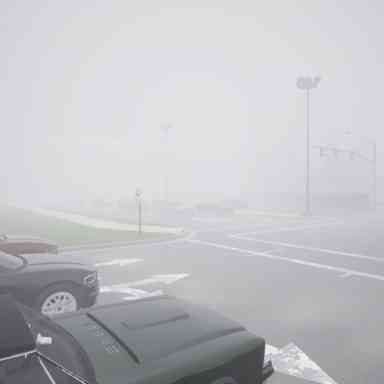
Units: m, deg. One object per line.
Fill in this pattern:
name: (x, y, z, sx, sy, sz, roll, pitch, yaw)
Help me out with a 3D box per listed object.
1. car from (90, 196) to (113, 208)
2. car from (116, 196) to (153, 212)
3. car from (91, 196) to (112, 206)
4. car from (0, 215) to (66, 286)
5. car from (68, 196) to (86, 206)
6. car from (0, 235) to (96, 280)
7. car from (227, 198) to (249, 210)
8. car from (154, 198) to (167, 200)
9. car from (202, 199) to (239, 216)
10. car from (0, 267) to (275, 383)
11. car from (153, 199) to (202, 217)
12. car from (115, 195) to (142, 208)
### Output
car: (-12.948, 1.478, 47.452, 1.882, 1.535, 5.008, 0, 0, -36)
car: (-6.833, 1.352, 39.057, 2.097, 1.767, 4.553, 0, 0, -36)
car: (-15.598, 1.501, 57.145, 1.837, 1.490, 4.892, 0, 1, -35)
car: (-5.934, 1.478, 8.133, 5.008, 1.535, 1.882, 0, 0, -35)
car: (-19.751, 1.478, 56.942, 1.882, 1.535, 5.008, 0, 0, -35)
car: (-3.994, 1.478, 5.215, 5.008, 1.535, 1.882, 0, 0, -35)
car: (5.042, 1.477, 42.633, 1.882, 1.535, 5.008, 0, 0, -36)
car: (-3.434, 1.505, 40.337, 1.837, 1.490, 4.892, 0, 0, -36)
car: (2.041, 1.601, 32.847, 1.895, 1.301, 4.718, 0, 0, -36)
car: (-1.535, 1.601, 2.665, 4.718, 1.301, 1.895, 0, 0, -35)
car: (-1.502, 1.601, 31.763, 1.895, 1.301, 4.718, 0, 0, -36)
car: (-9.301, 1.352, 48.377, 2.097, 1.767, 4.553, 0, 0, -36)
